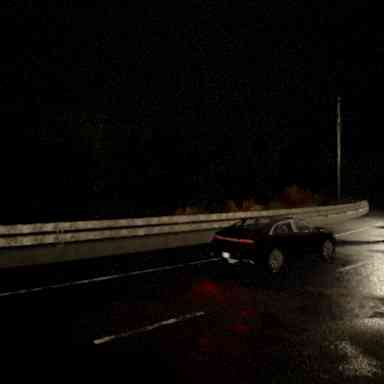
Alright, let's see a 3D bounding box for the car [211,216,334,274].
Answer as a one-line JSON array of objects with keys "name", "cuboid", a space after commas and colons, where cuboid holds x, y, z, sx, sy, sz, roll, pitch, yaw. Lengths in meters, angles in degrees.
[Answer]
[{"name": "car", "cuboid": [2.775, 1.525, 10.727, 4.902, 1.511, 2.128, 0, 0, -40]}]
